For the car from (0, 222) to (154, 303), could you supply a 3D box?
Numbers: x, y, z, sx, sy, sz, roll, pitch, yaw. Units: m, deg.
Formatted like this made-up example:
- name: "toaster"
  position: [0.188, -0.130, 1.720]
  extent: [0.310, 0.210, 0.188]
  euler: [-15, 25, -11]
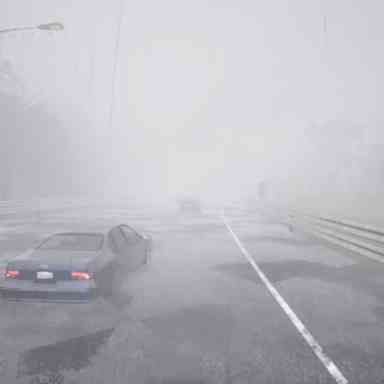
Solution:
- name: "car"
  position: [-2.330, 1.468, 8.272]
  extent: [2.033, 1.411, 5.357]
  euler: [0, 1, 5]

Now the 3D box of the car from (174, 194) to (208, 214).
- name: "car"
  position: [-0.023, 1.214, 31.105]
  extent: [2.128, 1.511, 4.902]
  euler: [0, 1, 7]

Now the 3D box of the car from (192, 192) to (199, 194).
- name: "car"
  position: [0.666, 0.757, 83.166]
  extent: [1.882, 1.535, 5.008]
  euler: [0, 0, 11]

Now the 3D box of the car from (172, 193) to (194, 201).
- name: "car"
  position: [-1.269, 1.159, 49.199]
  extent: [1.895, 1.301, 4.718]
  euler: [0, 0, 8]

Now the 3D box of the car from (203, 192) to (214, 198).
- name: "car"
  position: [4.304, 0.809, 83.597]
  extent: [1.812, 1.442, 4.674]
  euler: [0, 0, 11]

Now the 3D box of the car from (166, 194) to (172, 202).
- name: "car"
  position: [-3.379, 0.996, 58.828]
  extent: [1.812, 1.442, 4.674]
  euler: [0, 0, 9]

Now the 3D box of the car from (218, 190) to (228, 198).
- name: "car"
  position: [7.953, 0.514, 84.077]
  extent: [2.150, 2.045, 5.566]
  euler: [0, 0, 11]
